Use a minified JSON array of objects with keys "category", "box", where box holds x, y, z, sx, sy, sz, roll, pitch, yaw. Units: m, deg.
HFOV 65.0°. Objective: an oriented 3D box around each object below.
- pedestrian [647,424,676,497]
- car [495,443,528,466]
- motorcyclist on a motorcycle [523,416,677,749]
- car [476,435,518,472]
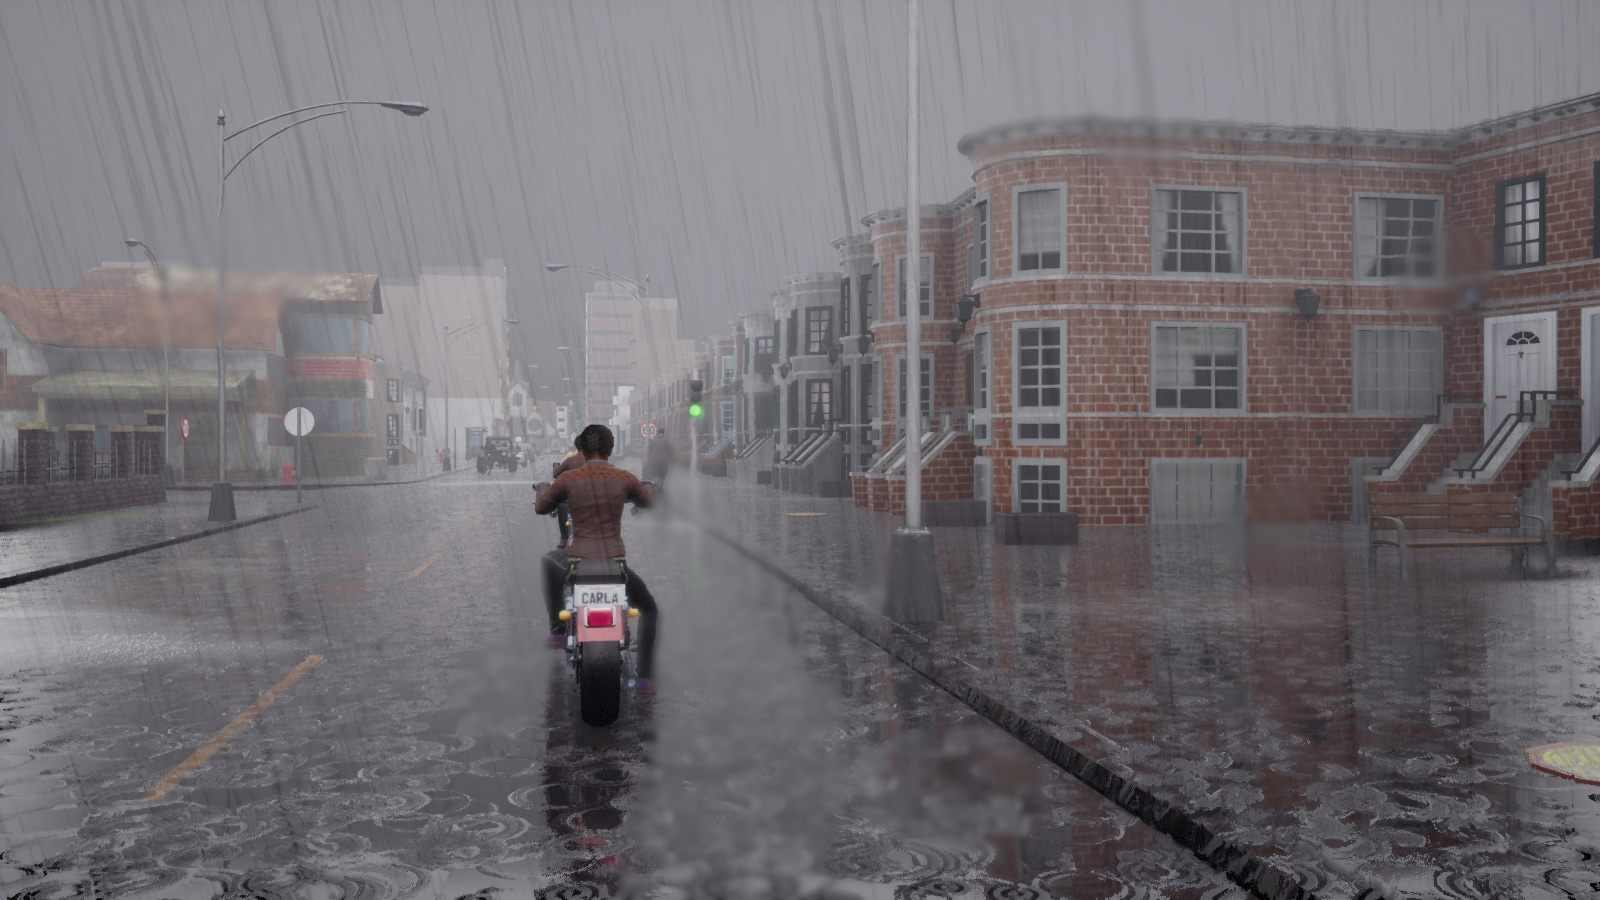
[{"category":"pedestrian","box":[-3.717,0.277,33.713,0.659,1.952,0.873,0,0,3]},{"category":"car","box":[-18.796,0.265,81.942,1.970,1.475,3.806,0,0,-10]},{"category":"motorcyclist on a motorcycle","box":[-1.211,0.656,7.458,0.766,1.649,2.350,0,0,-10]},{"category":"car","box":[-15.980,0.179,66.370,1.905,1.878,3.866,0,0,-10]}]
